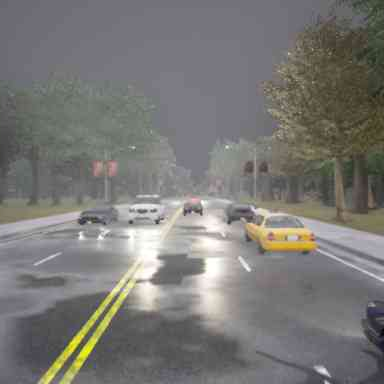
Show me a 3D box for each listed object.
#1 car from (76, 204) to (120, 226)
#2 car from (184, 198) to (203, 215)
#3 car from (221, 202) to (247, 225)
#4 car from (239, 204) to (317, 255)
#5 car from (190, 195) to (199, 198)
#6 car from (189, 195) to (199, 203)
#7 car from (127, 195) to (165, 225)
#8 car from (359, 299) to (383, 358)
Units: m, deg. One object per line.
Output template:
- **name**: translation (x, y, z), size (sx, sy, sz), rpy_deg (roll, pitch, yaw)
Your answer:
- **car**: translation (-6.537, 1.561, 23.897), size (2.033, 1.411, 5.357), rpy_deg (0, 0, 0)
- **car**: translation (0.122, 1.625, 34.344), size (1.895, 1.301, 4.718), rpy_deg (0, 0, 0)
- **car**: translation (3.311, 1.518, 24.145), size (1.837, 1.490, 4.892), rpy_deg (0, 0, 0)
- **car**: translation (3.270, 1.462, 13.344), size (1.801, 1.575, 5.366), rpy_deg (0, 0, 0)
- **car**: translation (0.399, 1.405, 54.901), size (2.097, 1.767, 4.553), rpy_deg (0, 0, 1)
- **car**: translation (0.535, 1.461, 73.809), size (2.097, 1.767, 4.553), rpy_deg (0, 0, 1)
- **car**: translation (-3.283, 1.235, 24.716), size (2.150, 2.045, 5.566), rpy_deg (0, 0, 0)
- **car**: translation (3.250, 1.548, 2.164), size (2.033, 1.411, 5.357), rpy_deg (0, 0, 0)
